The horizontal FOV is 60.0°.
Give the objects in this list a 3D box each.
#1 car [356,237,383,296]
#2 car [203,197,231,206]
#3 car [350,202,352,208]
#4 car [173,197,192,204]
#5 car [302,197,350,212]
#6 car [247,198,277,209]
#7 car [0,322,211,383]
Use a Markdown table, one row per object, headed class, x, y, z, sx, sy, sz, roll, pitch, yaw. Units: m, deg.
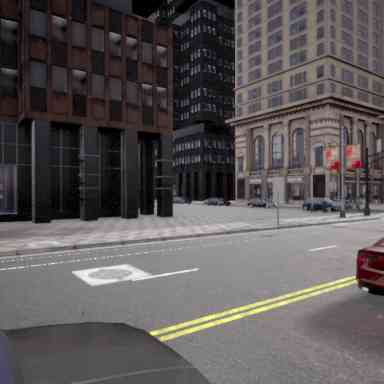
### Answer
| class | x | y | z | sx | sy | sz | roll | pitch | yaw |
| --- | --- | --- | --- | --- | --- | --- | --- | --- | --- |
| car | 5.681 | 1.476 | 7.494 | 5.008 | 1.535 | 1.882 | 0 | 0 | -36 |
| car | 3.982 | 1.590 | 53.429 | 2.033 | 1.411 | 5.357 | 0 | 0 | -35 |
| car | 16.943 | 1.504 | 40.538 | 2.128 | 1.511 | 4.902 | 0 | 0 | -35 |
| car | -2.128 | 1.604 | 62.138 | 2.033 | 1.411 | 5.357 | 0 | 0 | -35 |
| car | 14.948 | 1.372 | 37.897 | 2.097 | 1.767 | 4.553 | 0 | 0 | -35 |
| car | 9.673 | 1.522 | 45.363 | 2.128 | 1.511 | 4.902 | 0 | 0 | -35 |
| car | -2.334 | 1.548 | 1.779 | 5.357 | 1.411 | 2.033 | 0 | 0 | -35 |
